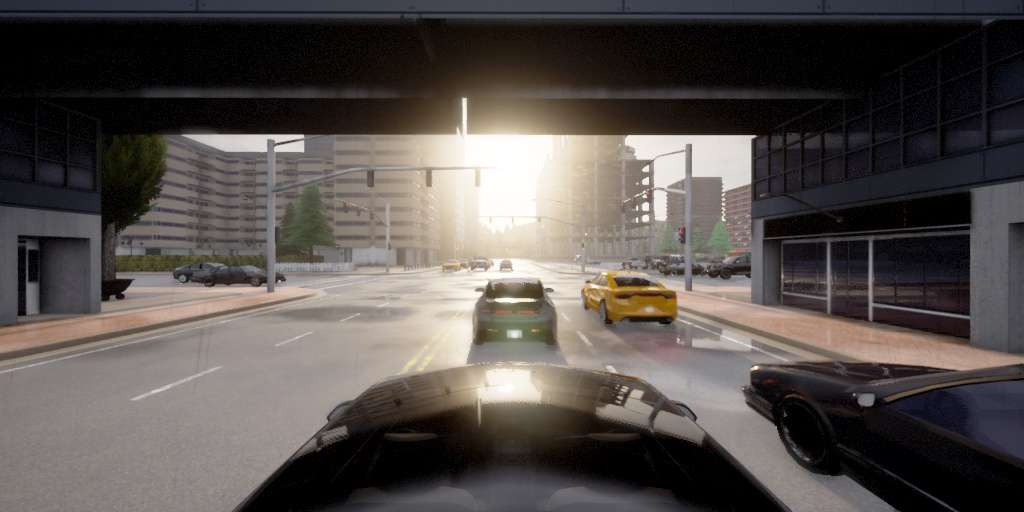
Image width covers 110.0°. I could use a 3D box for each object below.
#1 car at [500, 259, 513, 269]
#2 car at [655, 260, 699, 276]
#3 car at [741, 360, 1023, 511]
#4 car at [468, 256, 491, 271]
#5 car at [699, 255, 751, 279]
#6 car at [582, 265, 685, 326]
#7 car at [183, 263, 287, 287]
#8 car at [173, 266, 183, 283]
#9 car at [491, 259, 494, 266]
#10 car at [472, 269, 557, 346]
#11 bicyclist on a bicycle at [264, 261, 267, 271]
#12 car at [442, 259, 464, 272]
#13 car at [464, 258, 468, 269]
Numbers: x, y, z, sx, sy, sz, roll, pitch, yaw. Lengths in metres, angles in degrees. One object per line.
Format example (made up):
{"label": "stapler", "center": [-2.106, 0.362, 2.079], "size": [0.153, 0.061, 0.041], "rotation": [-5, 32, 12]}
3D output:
{"label": "car", "center": [-0.798, 1.293, 51.412], "size": [2.033, 1.411, 5.357], "rotation": [0, 0, 0]}
{"label": "car", "center": [16.883, 1.348, 34.879], "size": [4.718, 1.301, 1.895], "rotation": [0, 0, 0]}
{"label": "car", "center": [3.600, 1.298, 1.698], "size": [2.033, 1.411, 5.357], "rotation": [0, 0, 0]}
{"label": "car", "center": [-4.518, 0.967, 50.518], "size": [2.150, 2.045, 5.566], "rotation": [0, 0, 0]}
{"label": "car", "center": [19.897, 0.969, 31.341], "size": [5.566, 2.045, 2.150], "rotation": [0, 0, 1]}
{"label": "car", "center": [3.576, 1.227, 11.769], "size": [1.882, 1.535, 5.008], "rotation": [0, 0, 0]}
{"label": "car", "center": [-18.180, 1.295, 23.924], "size": [5.357, 1.411, 2.033], "rotation": [0, 0, -1]}
{"label": "car", "center": [-22.939, 1.253, 27.394], "size": [4.892, 1.490, 1.837], "rotation": [0, 0, 0]}
{"label": "car", "center": [-4.565, 1.236, 60.259], "size": [2.128, 1.511, 4.902], "rotation": [0, 0, 0]}
{"label": "car", "center": [0.066, 1.255, 9.384], "size": [1.837, 1.490, 4.892], "rotation": [0, 0, 0]}
{"label": "bicyclist on a bicycle", "center": [-26.004, 1.047, 38.363], "size": [0.582, 1.620, 1.656], "rotation": [0, 0, 0]}
{"label": "car", "center": [-8.001, 1.224, 47.635], "size": [1.882, 1.535, 5.008], "rotation": [0, 0, 0]}
{"label": "car", "center": [-8.055, 1.223, 57.207], "size": [1.882, 1.535, 5.008], "rotation": [0, 0, 0]}
